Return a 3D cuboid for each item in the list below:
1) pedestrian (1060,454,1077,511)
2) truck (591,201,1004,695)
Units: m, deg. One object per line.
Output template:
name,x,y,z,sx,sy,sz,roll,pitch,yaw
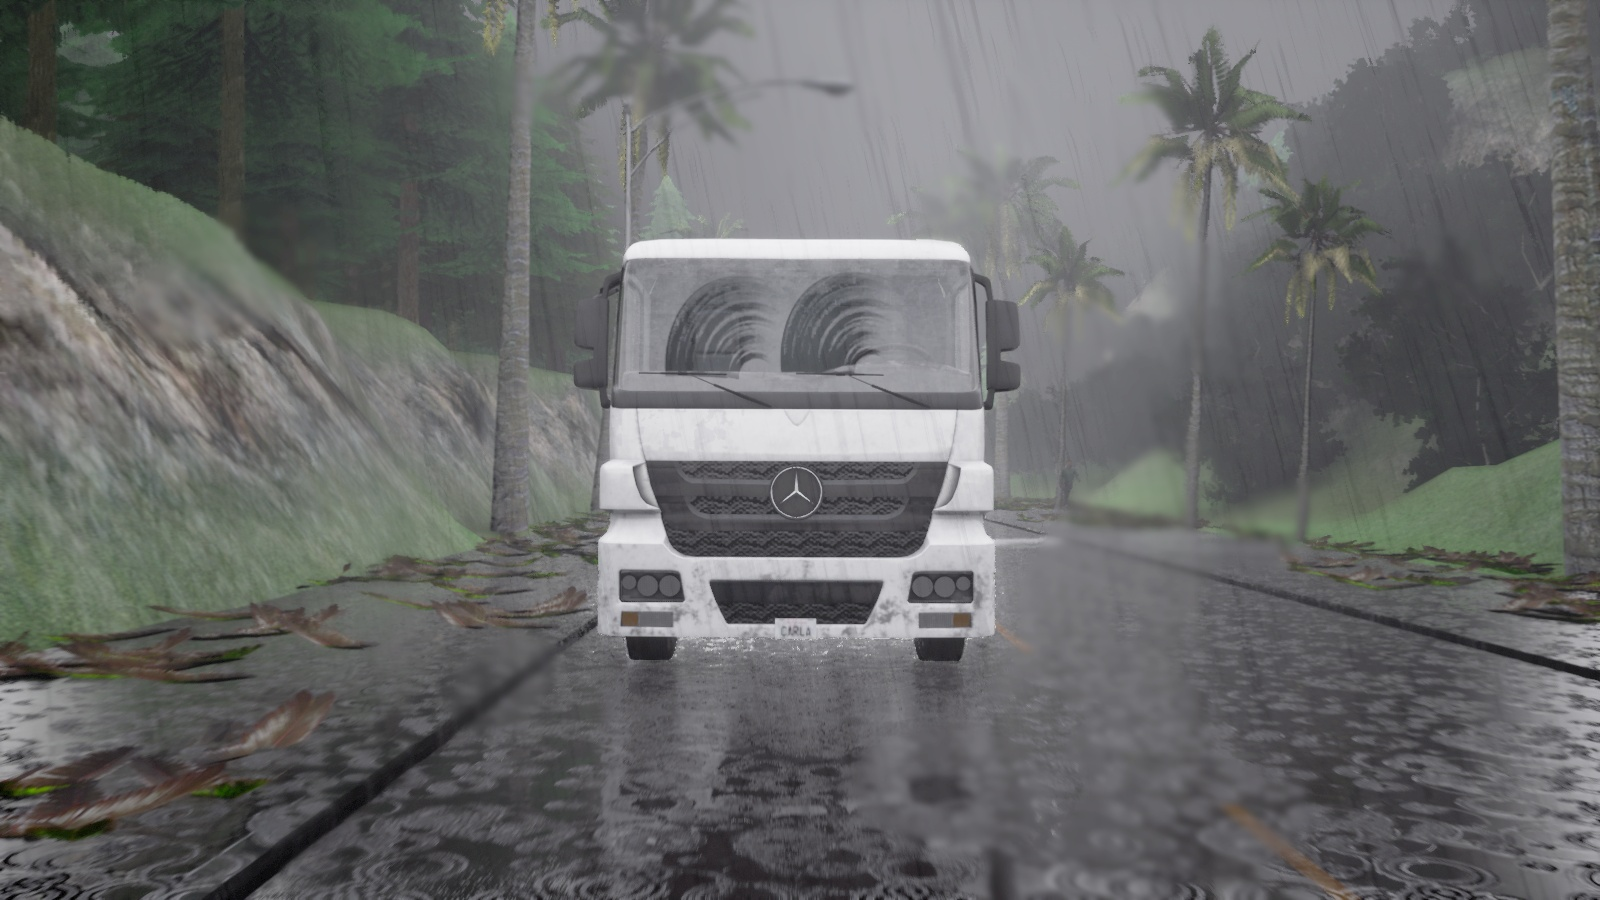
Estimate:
pedestrian,9.235,1.122,43.236,0.423,1.949,0.788,0,-1,0
truck,-0.031,0.047,12.782,2.891,3.462,7.936,0,-1,0
